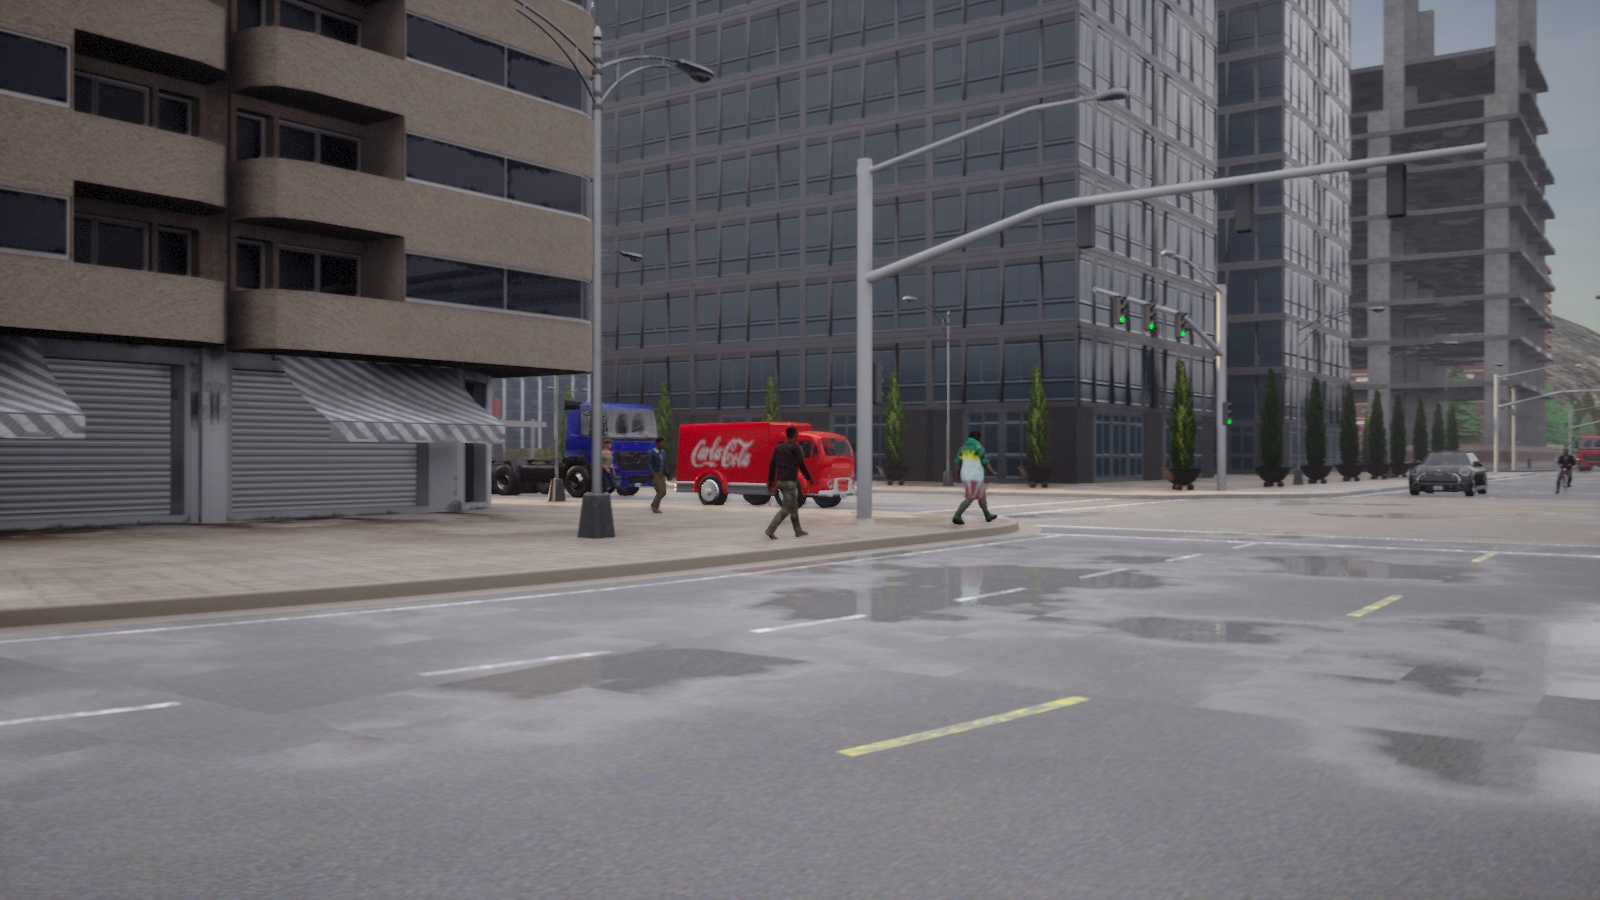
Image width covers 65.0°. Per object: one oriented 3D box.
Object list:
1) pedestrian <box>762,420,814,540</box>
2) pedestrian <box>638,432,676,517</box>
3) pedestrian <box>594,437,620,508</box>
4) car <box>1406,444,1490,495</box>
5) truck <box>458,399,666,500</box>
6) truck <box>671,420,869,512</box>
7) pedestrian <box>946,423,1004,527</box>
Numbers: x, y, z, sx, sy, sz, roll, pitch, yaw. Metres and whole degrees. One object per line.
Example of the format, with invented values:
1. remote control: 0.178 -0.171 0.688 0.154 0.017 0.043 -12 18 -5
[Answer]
1. pedestrian: -0.191 0.466 19.635 0.703 1.840 0.431 0 0 -44
2. pedestrian: -3.286 0.558 28.899 0.788 1.949 0.423 0 0 38
3. pedestrian: -5.038 0.583 32.845 0.594 1.836 0.345 0 0 36
4. car: 24.157 0.694 46.701 2.097 1.767 4.553 0 0 36
5. truck: -8.910 -0.001 46.471 7.936 3.462 2.891 0 0 36
6. truck: -0.899 0.438 36.397 5.204 2.467 2.627 0 0 36
7. pedestrian: 3.344 0.471 24.035 0.873 1.952 0.659 0 0 -25
